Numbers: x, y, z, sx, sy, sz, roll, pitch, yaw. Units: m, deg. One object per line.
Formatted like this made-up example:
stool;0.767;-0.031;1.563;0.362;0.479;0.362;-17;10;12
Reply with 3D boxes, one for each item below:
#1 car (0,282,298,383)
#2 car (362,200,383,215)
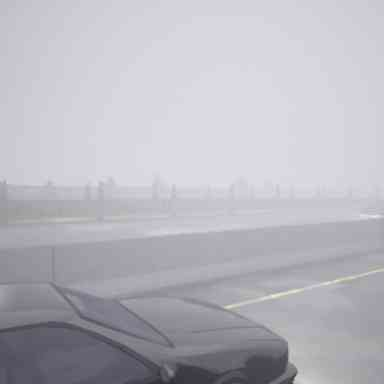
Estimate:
car;-1.545;1.527;2.600;5.357;1.411;2.033;0;0;-35
car;18.676;1.514;32.891;4.181;1.385;1.994;0;0;-33
